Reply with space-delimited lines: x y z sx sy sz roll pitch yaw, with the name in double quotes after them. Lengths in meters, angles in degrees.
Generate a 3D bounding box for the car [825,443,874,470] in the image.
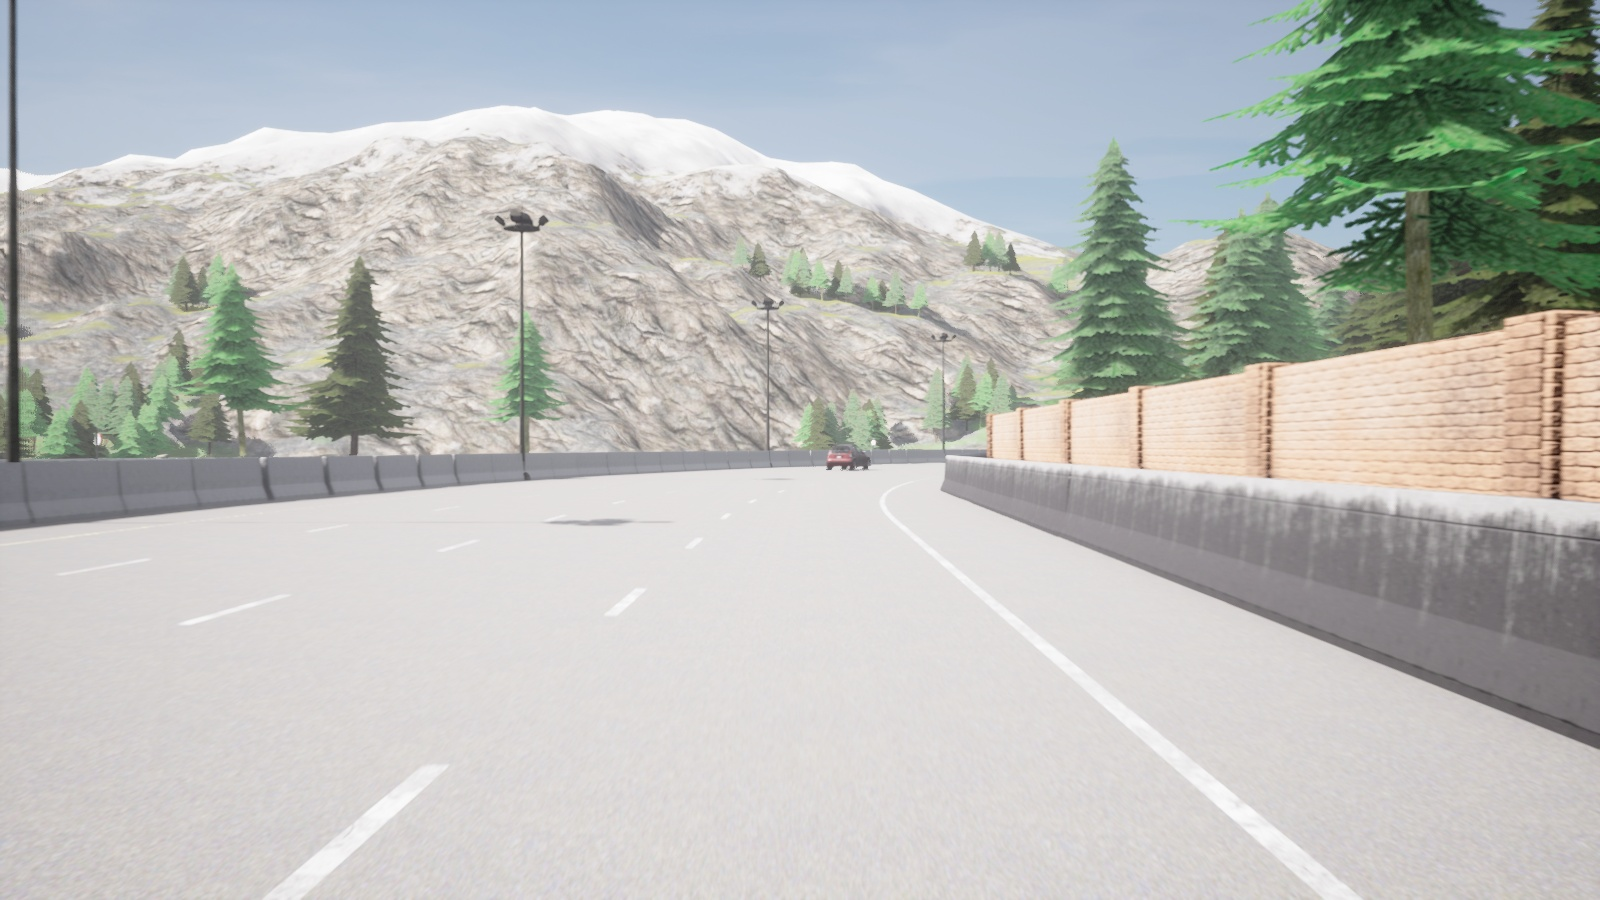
3.122 0.408 78.167 1.851 1.617 3.988 0 0 21 "car"
